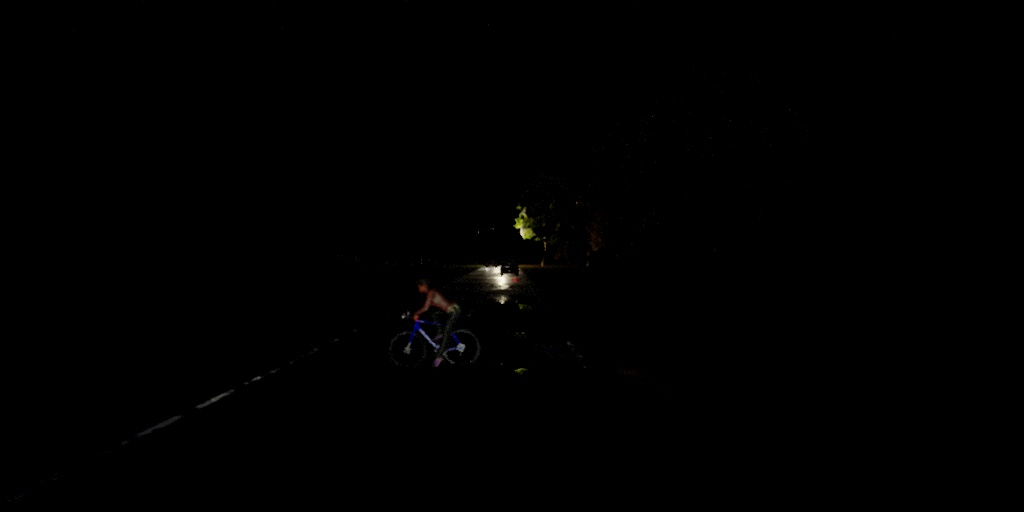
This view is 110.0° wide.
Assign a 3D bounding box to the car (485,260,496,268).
[{"bbox_3d":[-3.410,1.318,60.071,1.812,1.442,4.674,0,0,0],"label":"car"}]

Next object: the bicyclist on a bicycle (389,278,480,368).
[{"bbox_3d":[-1.409,1.211,6.442,1.656,1.620,0.582,-2,0,-1],"label":"bicyclist on a bicycle"}]

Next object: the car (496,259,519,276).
[{"bbox_3d":[-0.265,1.275,37.714,2.128,1.511,4.902,0,0,-1],"label":"car"}]
